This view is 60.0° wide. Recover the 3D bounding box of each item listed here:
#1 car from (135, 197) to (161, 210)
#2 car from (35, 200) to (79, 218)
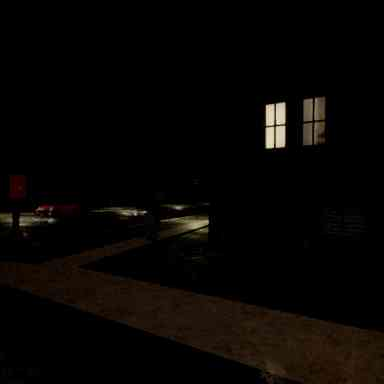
[{"bbox_3d":[-6.970,1.832,53.090,2.150,2.045,5.566,1,-1,21],"label":"car"},{"bbox_3d":[-13.754,1.660,34.123,2.097,1.767,4.553,1,-1,18],"label":"car"}]
